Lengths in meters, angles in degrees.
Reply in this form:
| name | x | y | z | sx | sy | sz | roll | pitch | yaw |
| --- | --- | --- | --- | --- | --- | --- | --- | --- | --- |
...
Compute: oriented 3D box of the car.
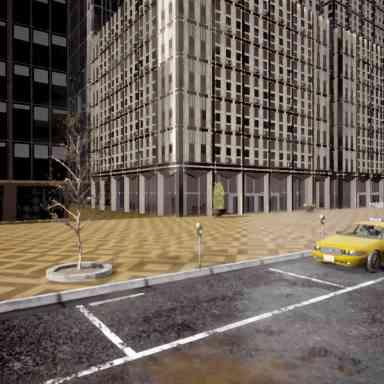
| name | x | y | z | sx | sy | sz | roll | pitch | yaw |
| --- | --- | --- | --- | --- | --- | --- | --- | --- | --- |
| car | 5.780 | 1.526 | 10.677 | 4.829 | 1.417 | 1.752 | 0 | 0 | -35 |
